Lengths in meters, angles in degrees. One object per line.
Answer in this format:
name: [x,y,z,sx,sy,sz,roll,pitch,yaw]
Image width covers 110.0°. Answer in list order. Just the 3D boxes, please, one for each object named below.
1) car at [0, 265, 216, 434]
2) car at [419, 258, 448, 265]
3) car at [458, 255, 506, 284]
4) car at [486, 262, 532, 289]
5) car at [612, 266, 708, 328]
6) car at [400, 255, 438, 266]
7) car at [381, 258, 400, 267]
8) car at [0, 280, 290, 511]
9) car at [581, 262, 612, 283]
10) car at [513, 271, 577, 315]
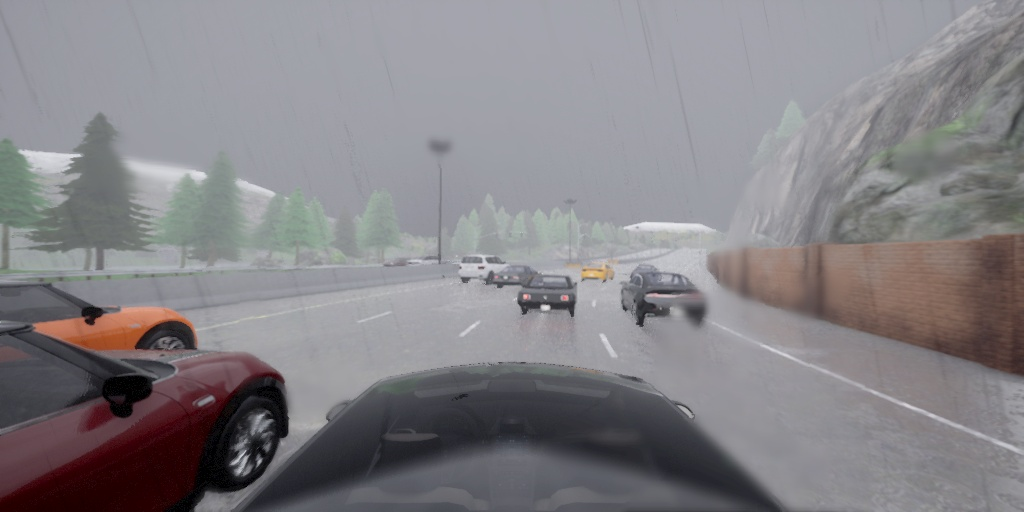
car: [-6.652,1.060,4.443,2.097,1.767,4.553,0,0,2]
car: [-8.969,1.238,44.253,1.994,1.385,4.181,0,0,28]
car: [-1.876,0.947,26.362,2.150,2.045,5.566,0,0,21]
car: [0.502,1.290,22.911,2.033,1.411,5.357,0,0,20]
car: [4.708,1.265,11.663,2.128,1.511,4.902,0,0,10]
car: [-11.452,0.882,47.020,2.150,2.045,5.566,0,0,29]
car: [-15.077,0.985,47.666,2.097,1.767,4.553,0,0,28]
car: [-3.251,1.082,1.697,2.097,1.767,4.553,0,0,0]
car: [6.980,1.257,28.945,1.882,1.535,5.008,0,0,25]
car: [1.518,1.354,13.606,1.895,1.301,4.718,0,0,11]
